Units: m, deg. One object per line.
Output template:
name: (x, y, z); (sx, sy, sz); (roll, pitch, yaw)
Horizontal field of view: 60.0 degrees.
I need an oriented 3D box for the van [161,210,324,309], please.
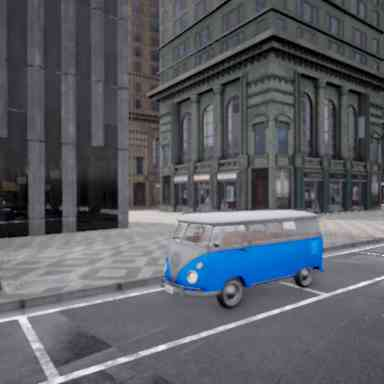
van: (1.280, 1.328, 7.569); (3.998, 1.788, 1.690); (0, 0, -36)
